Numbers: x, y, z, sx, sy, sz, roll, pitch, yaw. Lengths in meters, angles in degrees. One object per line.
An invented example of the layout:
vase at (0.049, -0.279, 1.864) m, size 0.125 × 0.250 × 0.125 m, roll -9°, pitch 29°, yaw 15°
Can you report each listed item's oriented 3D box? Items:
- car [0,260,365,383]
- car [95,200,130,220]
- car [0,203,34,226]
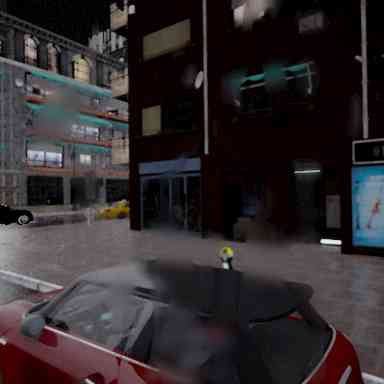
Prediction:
car at (-0.570, 1.437, 3.359) m, size 4.097 × 1.590 × 1.967 m, roll 0°, pitch -1°, yaw 36°
car at (-4.831, 1.256, 24.717) m, size 1.752 × 1.417 × 4.829 m, roll -1°, pitch 0°, yaw 36°
car at (-11.770, 1.351, 19.447) m, size 1.837 × 1.490 × 4.892 m, roll -3°, pitch -1°, yaw 31°
